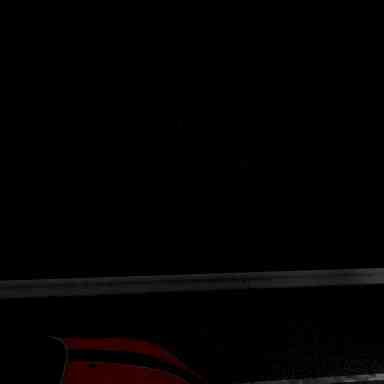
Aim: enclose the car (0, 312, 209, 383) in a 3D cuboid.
[{"bbox_3d":[-1.880,1.352,1.634,4.553,1.767,2.097,0,0,-6],"label":"car"}]
